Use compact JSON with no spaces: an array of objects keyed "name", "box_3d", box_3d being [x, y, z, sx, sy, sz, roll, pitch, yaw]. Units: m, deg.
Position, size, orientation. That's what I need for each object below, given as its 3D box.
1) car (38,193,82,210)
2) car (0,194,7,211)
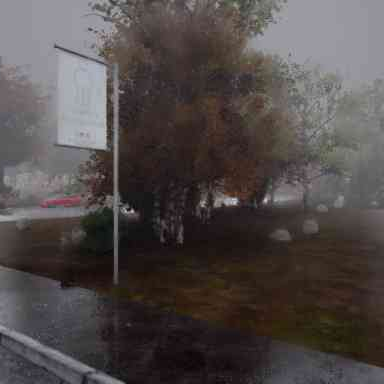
[{"name":"car","box_3d":[-17.282,1.209,43.907,2.150,2.045,5.566,0,0,38]},{"name":"car","box_3d":[-21.528,1.220,32.979,2.150,2.045,5.566,0,0,39]}]
